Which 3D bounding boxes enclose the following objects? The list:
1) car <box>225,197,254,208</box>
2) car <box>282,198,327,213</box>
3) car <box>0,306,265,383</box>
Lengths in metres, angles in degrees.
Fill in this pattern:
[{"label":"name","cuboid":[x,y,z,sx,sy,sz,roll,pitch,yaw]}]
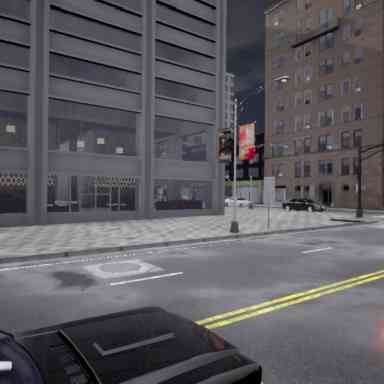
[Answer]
[{"label":"car","cuboid":[6.072,1.380,43.931,1.812,1.442,4.674,1,0,-35]},{"label":"car","cuboid":[11.935,1.402,35.605,1.837,1.490,4.892,1,0,-35]},{"label":"car","cuboid":[-1.674,1.601,2.197,4.718,1.301,1.895,0,0,-35]}]
